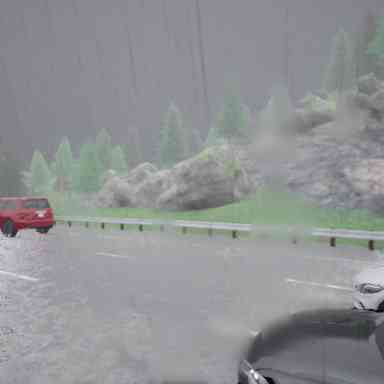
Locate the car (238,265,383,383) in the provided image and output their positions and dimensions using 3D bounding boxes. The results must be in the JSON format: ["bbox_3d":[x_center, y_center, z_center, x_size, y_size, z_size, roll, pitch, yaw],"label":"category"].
[{"bbox_3d":[2.622,1.483,2.043,4.902,1.511,2.128,0,0,35],"label":"car"}]

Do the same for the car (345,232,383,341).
[{"bbox_3d":[4.896,1.512,4.719,4.674,1.442,1.812,-1,0,36],"label":"car"}]

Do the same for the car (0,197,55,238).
[{"bbox_3d":[-10.103,1.323,18.538,5.566,2.045,2.150,-1,0,30],"label":"car"}]
